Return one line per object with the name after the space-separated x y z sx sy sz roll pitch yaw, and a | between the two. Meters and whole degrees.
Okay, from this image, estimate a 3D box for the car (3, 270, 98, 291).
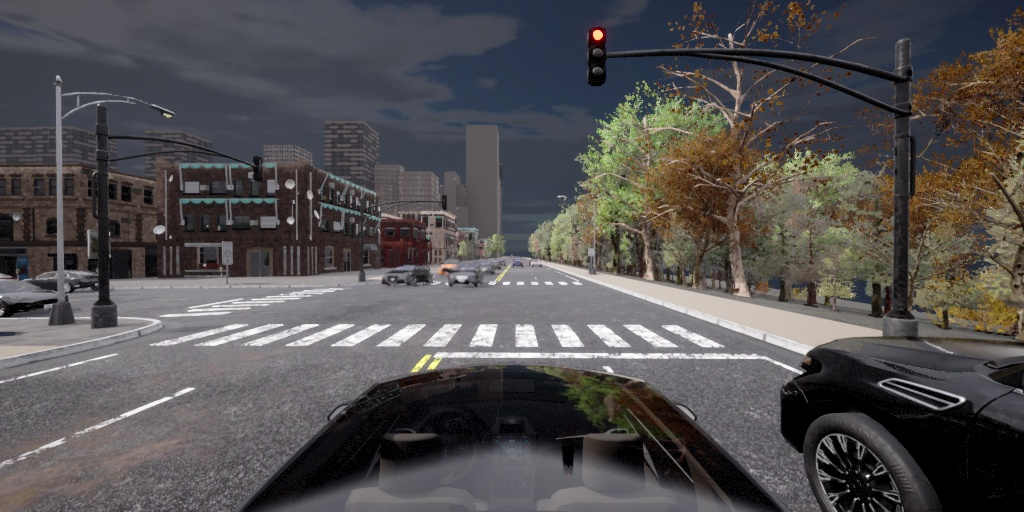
-27.956 1.560 22.337 4.403 1.370 2.007 0 0 1 | car

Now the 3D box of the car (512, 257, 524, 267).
1.010 1.252 63.772 1.812 1.442 4.674 0 0 1 | car

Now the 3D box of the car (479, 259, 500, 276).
-2.766 1.229 37.614 2.128 1.511 4.902 0 0 1 | car

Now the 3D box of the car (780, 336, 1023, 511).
3.322 0.972 0.647 2.150 2.045 5.566 0 0 1 | car

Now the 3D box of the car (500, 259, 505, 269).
-2.517 1.223 52.129 2.128 1.511 4.902 0 0 1 | car

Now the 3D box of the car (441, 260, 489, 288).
-2.997 1.236 24.048 2.128 1.511 4.902 0 0 1 | car

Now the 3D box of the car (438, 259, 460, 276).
-6.038 1.090 36.403 2.097 1.767 4.553 0 0 1 | car

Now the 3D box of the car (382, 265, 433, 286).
-7.144 1.309 24.842 1.994 1.385 4.181 0 0 14 | car

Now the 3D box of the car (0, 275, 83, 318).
-19.765 1.565 13.688 4.313 1.339 1.948 0 0 1 | car

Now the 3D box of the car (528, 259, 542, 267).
4.370 1.327 64.102 1.895 1.301 4.718 0 0 1 | car

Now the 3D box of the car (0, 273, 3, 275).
-33.491 1.654 22.436 4.207 1.307 1.802 0 0 1 | car
